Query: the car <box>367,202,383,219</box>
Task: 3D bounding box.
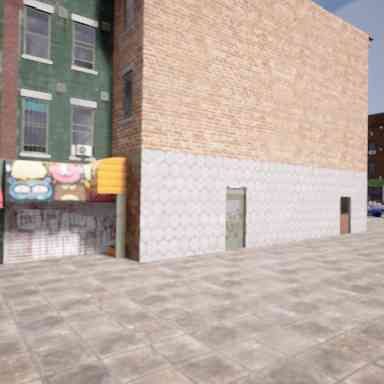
[{"bbox_3d":[16.052,1.617,29.723,1.882,1.535,5.008,1,-2,-35],"label":"car"}]
